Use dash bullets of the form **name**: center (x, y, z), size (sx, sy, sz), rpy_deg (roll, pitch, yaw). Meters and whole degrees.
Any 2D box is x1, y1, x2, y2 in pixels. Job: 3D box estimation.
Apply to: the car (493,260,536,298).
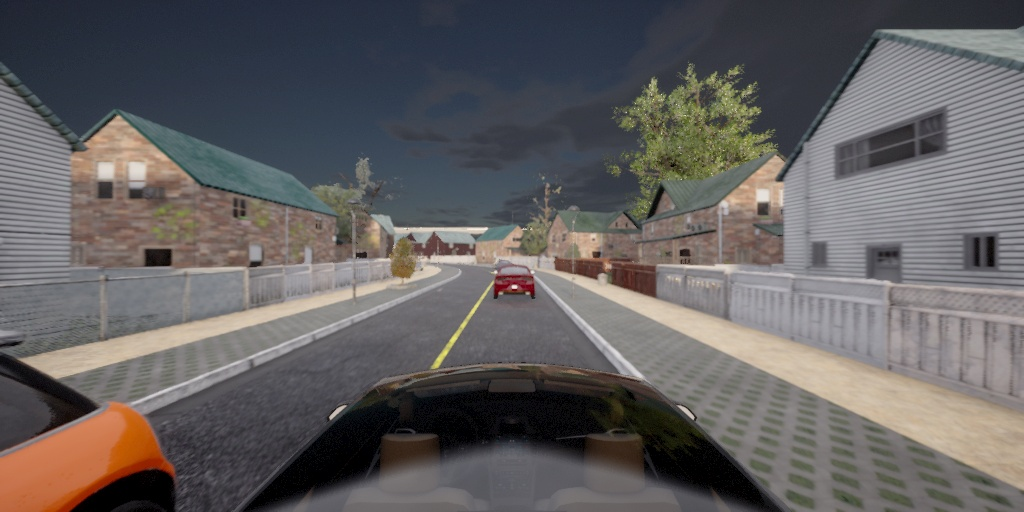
- **car**: center (0.108, 1.145, 17.679), size (1.882, 1.535, 5.008), rpy_deg (0, 0, 0)
